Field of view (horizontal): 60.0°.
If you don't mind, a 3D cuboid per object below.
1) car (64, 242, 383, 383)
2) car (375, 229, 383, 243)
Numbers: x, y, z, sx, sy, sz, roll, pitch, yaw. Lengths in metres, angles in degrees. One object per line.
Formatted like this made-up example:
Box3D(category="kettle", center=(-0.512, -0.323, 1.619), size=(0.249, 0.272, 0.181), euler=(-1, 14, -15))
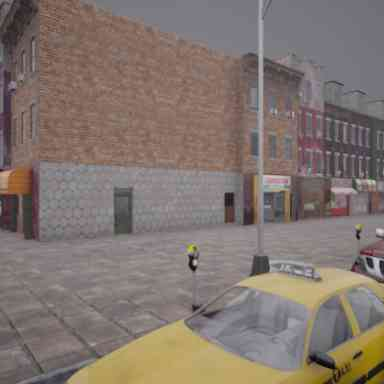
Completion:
Box3D(category="car", center=(1.021, 1.531, 3.631), size=(4.829, 1.417, 1.752), euler=(0, 0, -39))
Box3D(category="car", center=(5.412, 1.331, 7.142), size=(5.009, 1.841, 2.192), euler=(0, 0, -39))
